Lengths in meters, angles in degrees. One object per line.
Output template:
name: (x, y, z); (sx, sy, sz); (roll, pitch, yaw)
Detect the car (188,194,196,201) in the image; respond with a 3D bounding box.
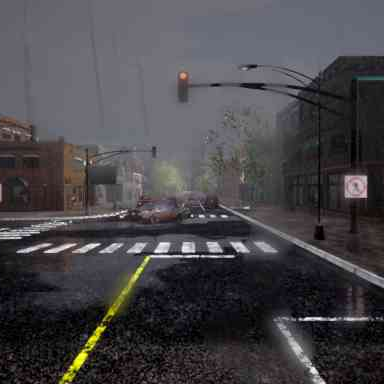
car: (0.018, 1.356, 77.847); (1.882, 1.535, 5.008); (0, 0, 0)

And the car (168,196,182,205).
car: (-2.989, 1.478, 58.827); (2.128, 1.511, 4.902); (0, 0, 0)

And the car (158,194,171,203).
car: (-5.678, 1.299, 69.165); (2.192, 1.841, 5.009); (-1, 0, 0)

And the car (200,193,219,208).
car: (2.697, 1.305, 46.987); (2.192, 1.841, 5.009); (-1, 0, 0)

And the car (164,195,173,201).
car: (-5.674, 1.525, 80.253); (1.887, 1.381, 4.507); (-1, 0, 0)

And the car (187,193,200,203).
car: (0.015, 1.476, 67.431); (2.128, 1.511, 4.902); (0, 0, 0)

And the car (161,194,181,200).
car: (-3.056, 1.467, 48.697); (1.882, 1.535, 5.008); (0, 0, 0)

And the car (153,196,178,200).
car: (-3.085, 1.556, 38.897); (1.994, 1.385, 4.181); (0, 0, 0)

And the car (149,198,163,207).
car: (-5.680, 1.570, 52.533); (1.802, 1.307, 4.206); (-1, 0, 0)

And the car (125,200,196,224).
car: (-2.443, 1.561, 25.039); (2.033, 1.411, 5.357); (0, 0, 42)

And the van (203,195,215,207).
van: (2.699, 1.329, 52.531); (1.690, 1.788, 3.998); (-1, 0, 0)

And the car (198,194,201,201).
car: (2.703, 1.536, 63.619); (2.008, 1.369, 4.403); (-1, 0, 0)

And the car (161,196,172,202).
car: (-5.675, 1.548, 74.709); (1.947, 1.339, 4.313); (-1, 0, 0)

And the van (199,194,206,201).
van: (2.706, 1.320, 85.795); (1.690, 1.788, 3.998); (-1, 0, 0)

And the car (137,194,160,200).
car: (-5.684, 1.306, 41.445); (2.192, 1.841, 5.009); (-1, 0, 0)
